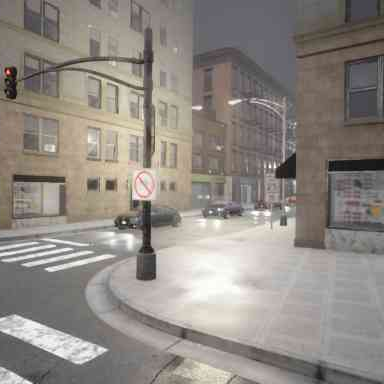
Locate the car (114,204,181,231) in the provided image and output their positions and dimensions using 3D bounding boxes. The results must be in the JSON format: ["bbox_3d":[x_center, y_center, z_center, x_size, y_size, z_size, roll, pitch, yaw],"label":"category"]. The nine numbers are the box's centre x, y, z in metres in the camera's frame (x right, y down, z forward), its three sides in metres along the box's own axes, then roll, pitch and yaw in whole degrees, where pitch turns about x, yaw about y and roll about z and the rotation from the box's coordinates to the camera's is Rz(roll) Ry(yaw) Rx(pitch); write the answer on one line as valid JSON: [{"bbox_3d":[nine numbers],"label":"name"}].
[{"bbox_3d":[-2.421,1.388,18.887,1.994,1.385,4.181,1,1,34],"label":"car"}]

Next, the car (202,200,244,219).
[{"bbox_3d":[2.493,1.296,26.254,1.994,1.385,4.181,1,1,34],"label":"car"}]

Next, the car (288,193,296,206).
[{"bbox_3d":[13.713,0.870,42.991,2.097,1.767,4.553,1,1,34],"label":"car"}]

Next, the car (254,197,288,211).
[{"bbox_3d":[7.991,1.191,34.481,1.994,1.385,4.181,1,1,34],"label":"car"}]
